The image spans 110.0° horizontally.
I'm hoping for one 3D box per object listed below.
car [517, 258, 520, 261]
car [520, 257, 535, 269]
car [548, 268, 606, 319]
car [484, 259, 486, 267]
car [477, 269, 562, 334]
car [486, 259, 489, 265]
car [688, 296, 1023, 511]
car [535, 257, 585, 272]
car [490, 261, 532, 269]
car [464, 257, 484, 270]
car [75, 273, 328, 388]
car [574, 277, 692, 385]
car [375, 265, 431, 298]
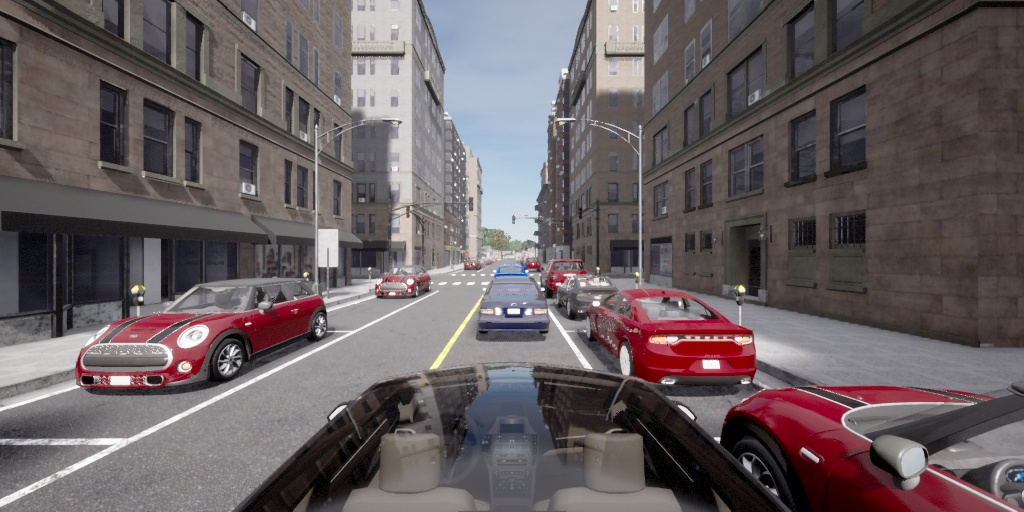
[{"bbox_3d":[2.474,1.060,61.893,2.192,1.841,5.009,0,0,0],"label":"car"},{"bbox_3d":[2.546,1.062,45.381,2.192,1.841,5.009,0,0,0],"label":"car"},{"bbox_3d":[2.601,1.300,12.643,2.007,1.370,4.403,0,0,0],"label":"car"},{"bbox_3d":[-5.610,1.312,56.358,1.948,1.339,4.313,0,0,0],"label":"car"},{"bbox_3d":[0.047,1.297,10.617,2.033,1.411,5.357,0,0,0],"label":"car"},{"bbox_3d":[-5.628,1.296,61.862,2.007,1.370,4.403,0,0,0],"label":"car"},{"bbox_3d":[2.642,1.190,1.279,1.967,1.591,4.097,0,0,0],"label":"car"},{"bbox_3d":[2.580,1.064,18.325,2.192,1.841,5.009,0,0,0],"label":"car"},{"bbox_3d":[-0.064,1.227,20.436,1.882,1.535,5.008,0,0,0],"label":"car"},{"bbox_3d":[-5.593,1.061,50.855,2.192,1.841,5.009,0,0,0],"label":"car"},{"bbox_3d":[-5.404,1.190,6.931,1.967,1.591,4.097,0,0,0],"label":"car"},{"bbox_3d":[2.621,1.295,6.961,1.888,1.381,4.507,0,0,0],"label":"car"},{"bbox_3d":[-5.445,1.189,18.296,1.967,1.591,4.097,0,0,0],"label":"car"}]
